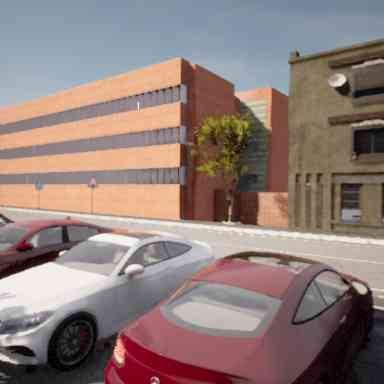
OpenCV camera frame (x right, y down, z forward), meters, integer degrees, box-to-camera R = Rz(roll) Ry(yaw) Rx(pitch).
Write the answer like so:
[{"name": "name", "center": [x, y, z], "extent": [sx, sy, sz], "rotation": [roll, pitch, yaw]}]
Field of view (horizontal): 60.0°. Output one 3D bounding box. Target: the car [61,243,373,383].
[{"name": "car", "center": [1.041, 1.506, 4.247], "extent": [2.002, 1.452, 4.674], "rotation": [1, 1, 35]}]

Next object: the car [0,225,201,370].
[{"name": "car", "center": [-1.263, 1.463, 5.897], "extent": [2.002, 1.452, 4.674], "rotation": [1, 1, 35]}]

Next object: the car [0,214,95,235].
[{"name": "car", "center": [-3.561, 1.375, 7.540], "extent": [2.097, 1.535, 5.008], "rotation": [1, 1, 35]}]

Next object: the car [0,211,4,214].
[{"name": "car", "center": [-5.881, 1.201, 9.149], "extent": [2.185, 1.767, 4.553], "rotation": [1, 1, 35]}]
